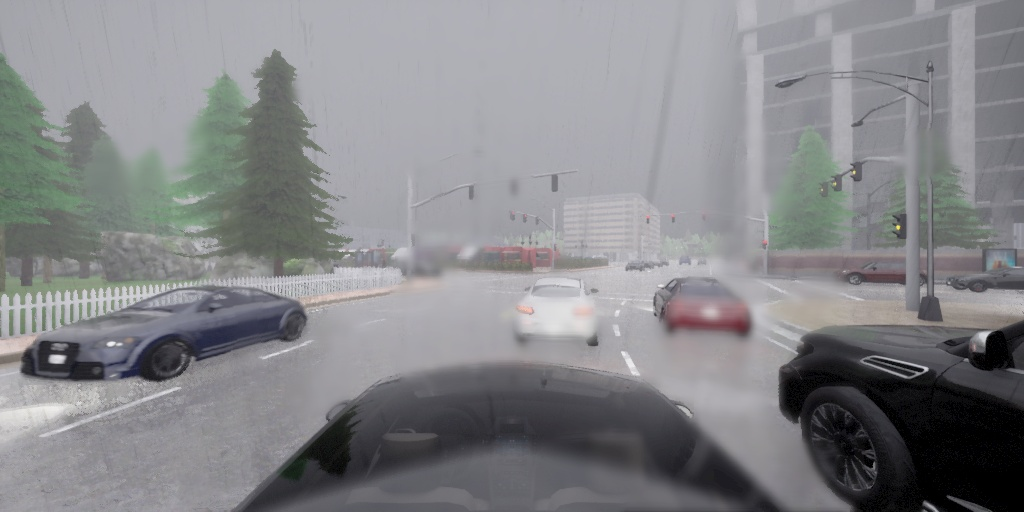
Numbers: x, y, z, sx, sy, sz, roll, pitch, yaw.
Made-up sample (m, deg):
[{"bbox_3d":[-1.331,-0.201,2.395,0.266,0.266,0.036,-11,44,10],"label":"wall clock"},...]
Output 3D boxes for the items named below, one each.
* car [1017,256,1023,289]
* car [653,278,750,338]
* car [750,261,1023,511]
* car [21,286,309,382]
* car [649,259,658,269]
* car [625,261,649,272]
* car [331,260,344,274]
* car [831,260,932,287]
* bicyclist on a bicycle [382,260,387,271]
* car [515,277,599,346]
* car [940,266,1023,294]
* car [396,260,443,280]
[{"bbox_3d":[34.233,1.027,20.663,5.566,2.045,2.150,0,0,30],"label":"car"},{"bbox_3d":[5.287,1.314,10.398,1.994,1.385,4.181,0,0,17],"label":"car"},{"bbox_3d":[3.736,0.971,1.168,2.150,2.045,5.566,0,0,0],"label":"car"},{"bbox_3d":[-6.240,1.314,7.169,1.994,1.385,4.181,0,0,11],"label":"car"},{"bbox_3d":[20.756,1.351,55.397,1.895,1.301,4.718,0,0,29],"label":"car"},{"bbox_3d":[16.436,1.314,47.656,1.994,1.385,4.181,0,0,29],"label":"car"},{"bbox_3d":[-21.097,1.025,39.688,5.566,2.045,2.150,0,0,29],"label":"car"},{"bbox_3d":[25.891,1.157,25.386,4.553,1.767,2.097,0,0,29],"label":"car"},{"bbox_3d":[-15.776,1.258,44.233,0.582,1.620,1.656,0,0,-23],"label":"bicyclist on a bicycle"},{"bbox_3d":[1.267,1.276,9.387,1.812,1.442,4.674,0,0,11],"label":"car"},{"bbox_3d":[27.983,1.331,20.154,4.674,1.442,1.812,0,0,29],"label":"car"},{"bbox_3d":[-8.430,1.157,32.490,4.553,1.767,2.097,0,0,30],"label":"car"}]
